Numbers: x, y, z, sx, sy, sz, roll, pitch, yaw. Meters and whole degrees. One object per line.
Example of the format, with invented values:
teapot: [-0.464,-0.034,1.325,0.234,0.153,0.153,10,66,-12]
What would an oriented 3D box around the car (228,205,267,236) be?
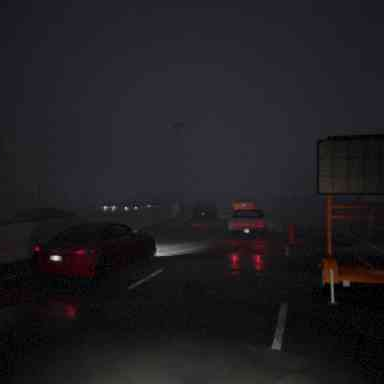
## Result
car: [3.205,1.622,18.648,1.895,1.301,4.718,0,0,12]

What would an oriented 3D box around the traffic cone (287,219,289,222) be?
traffic cone: [5.506,1.975,18.814,0.340,0.580,0.340,0,0,15]

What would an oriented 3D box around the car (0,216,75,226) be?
car: [-8.078,1.505,17.306,1.882,1.535,5.008,0,0,14]

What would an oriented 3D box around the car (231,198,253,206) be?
car: [5.284,1.393,35.479,2.097,1.767,4.553,0,0,3]

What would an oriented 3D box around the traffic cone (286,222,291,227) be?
traffic cone: [5.001,1.973,16.879,0.340,0.580,0.340,0,0,15]

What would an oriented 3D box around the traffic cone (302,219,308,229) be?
traffic cone: [6.979,1.976,20.496,0.340,0.580,0.340,0,0,15]

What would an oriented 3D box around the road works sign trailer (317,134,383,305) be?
road works sign trailer: [4.164,0.471,7.797,2.380,3.560,2.880,0,0,15]

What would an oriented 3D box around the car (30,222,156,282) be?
car: [-2.680,1.578,9.972,1.994,1.385,4.181,0,0,18]

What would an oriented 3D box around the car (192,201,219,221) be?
car: [1.158,1.512,27.805,1.882,1.535,5.008,0,0,7]

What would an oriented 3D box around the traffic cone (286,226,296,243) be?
traffic cone: [4.495,1.971,14.944,0.340,0.580,0.340,0,0,15]
